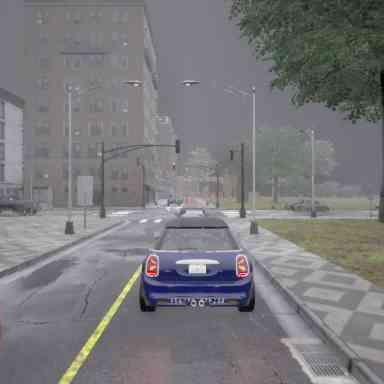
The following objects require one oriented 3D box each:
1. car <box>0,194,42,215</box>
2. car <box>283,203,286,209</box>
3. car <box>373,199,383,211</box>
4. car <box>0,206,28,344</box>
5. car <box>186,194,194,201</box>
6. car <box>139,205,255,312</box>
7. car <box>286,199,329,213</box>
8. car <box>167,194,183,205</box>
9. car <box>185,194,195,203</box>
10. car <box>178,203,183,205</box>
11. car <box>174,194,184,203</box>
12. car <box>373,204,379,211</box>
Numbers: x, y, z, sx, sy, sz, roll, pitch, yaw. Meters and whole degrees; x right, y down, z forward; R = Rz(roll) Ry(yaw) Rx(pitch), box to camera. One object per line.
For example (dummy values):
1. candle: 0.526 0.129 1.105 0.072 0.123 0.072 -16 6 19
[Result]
1. car: -17.133 1.190 31.120 5.566 2.045 2.150 0 -1 0
2. car: 13.773 1.590 41.154 4.902 1.511 2.128 0 -1 0
3. car: 25.197 1.636 41.186 4.674 1.442 1.812 0 -1 0
4. car: -3.100 1.221 1.266 2.150 2.045 5.566 0 0 0
5. car: -0.465 1.454 93.373 2.150 2.045 5.566 0 0 0
6. car: 0.094 1.355 7.877 2.097 1.767 4.553 0 0 0
7. car: 13.358 1.626 37.891 4.181 1.385 1.994 0 -1 -1
8. car: -2.977 1.297 55.732 2.150 2.045 5.566 0 0 -2
9. car: -0.358 1.482 70.881 2.097 1.767 4.553 0 0 0
10. car: 0.019 1.537 17.550 1.812 1.442 4.674 0 0 1
11. car: -2.916 1.374 76.118 2.150 2.045 5.566 0 0 0
12. car: 23.767 1.621 37.931 5.357 1.411 2.033 0 -1 0
